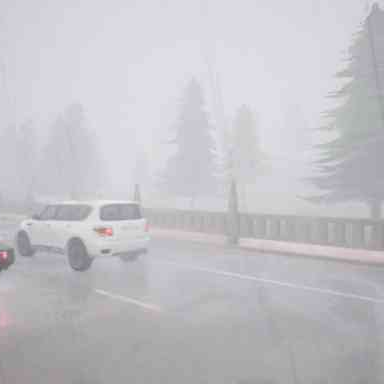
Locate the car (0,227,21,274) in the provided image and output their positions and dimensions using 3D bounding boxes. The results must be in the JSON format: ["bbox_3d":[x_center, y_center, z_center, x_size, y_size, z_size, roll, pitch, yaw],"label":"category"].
[{"bbox_3d":[-6.930,1.613,9.333,4.718,1.301,1.895,0,-1,39],"label":"car"}]

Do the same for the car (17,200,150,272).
[{"bbox_3d":[-3.902,1.292,11.405,5.566,2.045,2.150,-1,-2,38],"label":"car"}]
